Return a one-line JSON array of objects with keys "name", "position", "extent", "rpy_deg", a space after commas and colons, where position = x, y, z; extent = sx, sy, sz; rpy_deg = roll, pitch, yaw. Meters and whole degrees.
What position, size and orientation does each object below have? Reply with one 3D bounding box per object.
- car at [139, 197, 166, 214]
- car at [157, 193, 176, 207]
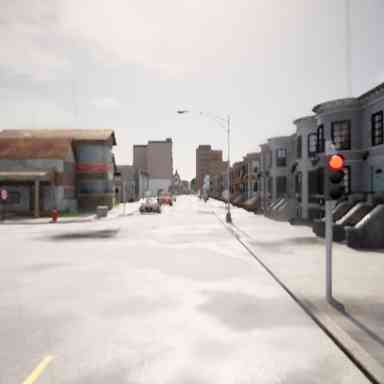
[{"name": "car", "position": [-4.100, 1.493, 33.700], "extent": [1.994, 1.385, 4.181], "rpy_deg": [0, 0, 0]}, {"name": "car", "position": [-4.079, 1.112, 50.636], "extent": [2.150, 2.045, 5.566], "rpy_deg": [0, 1, 0]}]
